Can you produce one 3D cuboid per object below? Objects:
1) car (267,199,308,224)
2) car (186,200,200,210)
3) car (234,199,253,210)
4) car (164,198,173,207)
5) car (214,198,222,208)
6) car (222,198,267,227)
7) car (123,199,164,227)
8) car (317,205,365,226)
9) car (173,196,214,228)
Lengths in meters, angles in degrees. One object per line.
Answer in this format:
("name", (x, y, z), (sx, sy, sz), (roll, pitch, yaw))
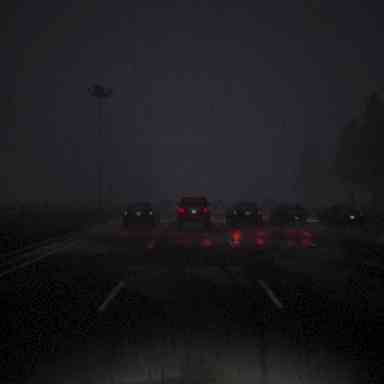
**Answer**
("car", (7.106, 1.559, 24.988), (2.128, 1.511, 4.902), (0, 0, 0))
("car", (0.110, 1.724, 45.467), (1.895, 1.301, 4.718), (0, 0, 0))
("car", (7.111, 1.691, 46.529), (1.994, 1.385, 4.181), (0, 0, 0))
("car", (-3.388, 1.607, 47.683), (1.882, 1.535, 5.008), (0, 0, 0))
("car", (3.611, 1.630, 46.270), (1.837, 1.490, 4.892), (0, 0, 0))
("car", (3.606, 1.417, 23.696), (2.097, 1.767, 4.553), (0, 0, 0))
("car", (-3.394, 1.415, 23.172), (2.097, 1.767, 4.553), (0, 0, 0))
("car", (10.606, 1.630, 24.015), (1.994, 1.385, 4.181), (0, 0, 0))
("car", (0.107, 1.282, 22.813), (2.150, 2.045, 5.566), (0, 0, 0))
